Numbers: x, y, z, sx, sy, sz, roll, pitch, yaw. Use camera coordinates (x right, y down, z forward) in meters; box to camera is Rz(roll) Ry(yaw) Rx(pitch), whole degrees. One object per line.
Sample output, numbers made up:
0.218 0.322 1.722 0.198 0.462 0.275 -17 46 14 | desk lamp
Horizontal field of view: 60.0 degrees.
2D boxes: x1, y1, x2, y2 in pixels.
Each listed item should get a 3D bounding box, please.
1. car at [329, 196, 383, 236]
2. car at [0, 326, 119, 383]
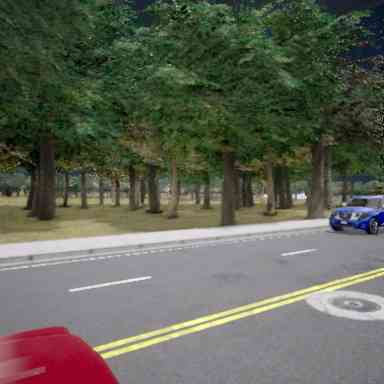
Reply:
10.159 1.233 18.919 5.566 2.045 2.150 0 0 -36 | car
-2.603 1.601 1.583 4.718 1.301 1.895 0 0 -36 | car
